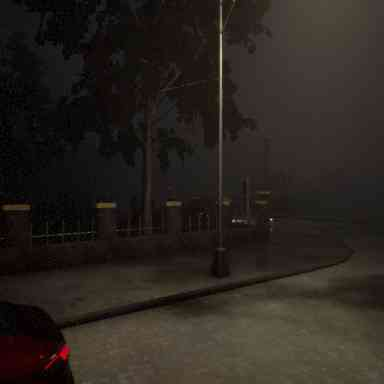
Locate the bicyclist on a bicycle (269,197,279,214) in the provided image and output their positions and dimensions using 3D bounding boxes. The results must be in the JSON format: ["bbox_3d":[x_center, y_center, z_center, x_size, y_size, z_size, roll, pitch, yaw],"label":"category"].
[{"bbox_3d":[7.994,1.349,32.513,1.656,1.620,0.582,0,0,-36],"label":"bicyclist on a bicycle"}]

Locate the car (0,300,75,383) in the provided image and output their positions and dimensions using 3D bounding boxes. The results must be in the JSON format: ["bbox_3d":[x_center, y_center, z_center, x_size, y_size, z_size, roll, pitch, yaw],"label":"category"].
[{"bbox_3d":[-3.075,1.564,2.387,4.181,1.385,1.994,0,0,-35],"label":"car"}]

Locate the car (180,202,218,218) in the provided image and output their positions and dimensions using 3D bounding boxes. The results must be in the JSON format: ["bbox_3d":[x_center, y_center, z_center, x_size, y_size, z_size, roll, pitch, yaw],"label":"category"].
[{"bbox_3d":[0.656,1.564,28.347,1.994,1.385,4.181,0,0,-35],"label":"car"}]

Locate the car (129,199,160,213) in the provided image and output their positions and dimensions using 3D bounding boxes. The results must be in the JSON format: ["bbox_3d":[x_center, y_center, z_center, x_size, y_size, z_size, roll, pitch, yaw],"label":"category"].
[{"bbox_3d":[-5.280,1.489,36.703,2.128,1.511,4.902,0,0,-35],"label":"car"}]
